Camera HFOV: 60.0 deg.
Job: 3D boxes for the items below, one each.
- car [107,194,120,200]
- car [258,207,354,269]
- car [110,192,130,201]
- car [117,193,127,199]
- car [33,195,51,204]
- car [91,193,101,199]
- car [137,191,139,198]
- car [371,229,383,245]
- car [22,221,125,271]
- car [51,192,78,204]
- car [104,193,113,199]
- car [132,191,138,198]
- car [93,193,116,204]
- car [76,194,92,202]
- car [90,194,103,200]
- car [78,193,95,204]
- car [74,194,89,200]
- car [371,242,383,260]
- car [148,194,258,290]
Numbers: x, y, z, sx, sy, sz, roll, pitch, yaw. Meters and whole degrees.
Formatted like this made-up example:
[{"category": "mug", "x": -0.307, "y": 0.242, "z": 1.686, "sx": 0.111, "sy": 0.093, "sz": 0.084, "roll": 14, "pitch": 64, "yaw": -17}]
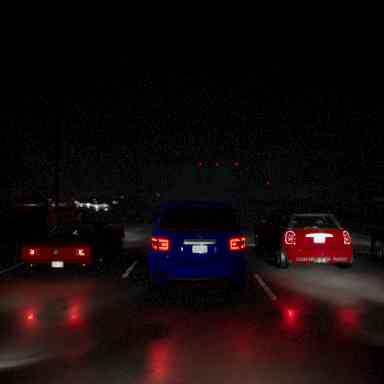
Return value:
[{"category": "car", "x": -18.324, "y": 1.205, "z": 77.563, "sx": 1.895, "sy": 1.301, "sz": 4.718, "roll": 0, "pitch": 0, "yaw": -1}, {"category": "car", "x": 3.506, "y": 1.334, "z": 11.303, "sx": 2.097, "sy": 1.767, "sz": 4.553, "roll": 0, "pitch": 0, "yaw": 0}, {"category": "car", "x": -14.712, "y": 1.020, "z": 67.994, "sx": 2.097, "sy": 1.767, "sz": 4.553, "roll": 0, "pitch": 0, "yaw": -1}, {"category": "car", "x": -19.014, "y": 1.070, "z": 90.582, "sx": 2.033, "sy": 1.411, "sz": 5.357, "roll": 0, "pitch": 0, "yaw": -7}, {"category": "car", "x": -25.147, "y": 1.243, "z": 56.331, "sx": 1.837, "sy": 1.490, "sz": 4.892, "roll": 0, "pitch": 0, "yaw": 0}, {"category": "car", "x": -25.917, "y": 1.037, "z": 89.460, "sx": 1.837, "sy": 1.490, "sz": 4.892, "roll": 0, "pitch": 0, "yaw": -7}, {"category": "car", "x": -15.896, "y": 0.740, "z": 93.270, "sx": 2.150, "sy": 2.045, "sz": 5.566, "roll": 0, "pitch": 0, "yaw": -7}, {"category": "car", "x": 7.018, "y": 1.477, "z": 9.406, "sx": 2.128, "sy": 1.511, "sz": 4.902, "roll": 0, "pitch": 0, "yaw": 0}, {"category": "car", "x": -3.489, "y": 1.584, "z": 10.839, "sx": 1.895, "sy": 1.301, "sz": 4.718, "roll": 0, "pitch": 0, "yaw": 0}, {"category": "car", "x": -21.656, "y": 1.213, "z": 56.895, "sx": 1.882, "sy": 1.535, "sz": 5.008, "roll": 0, "pitch": 0, "yaw": 0}, {"category": "car", "x": -22.333, "y": 1.092, "z": 89.115, "sx": 1.994, "sy": 1.385, "sz": 4.181, "roll": 0, "pitch": 0, "yaw": -7}, {"category": "car", "x": -14.847, "y": 1.138, "z": 79.462, "sx": 2.033, "sy": 1.411, "sz": 5.357, "roll": 0, "pitch": 0, "yaw": -1}, {"category": "car", "x": -14.660, "y": 1.341, "z": 56.089, "sx": 1.895, "sy": 1.301, "sz": 4.718, "roll": 0, "pitch": 0, "yaw": 0}, {"category": "car", "x": -21.704, "y": 1.197, "z": 67.229, "sx": 1.812, "sy": 1.442, "sz": 4.674, "roll": 0, "pitch": 0, "yaw": -1}, {"category": "car", "x": -21.807, "y": 1.143, "z": 76.116, "sx": 1.812, "sy": 1.442, "sz": 4.674, "roll": 0, "pitch": 0, "yaw": -1}, {"category": "car", "x": -18.170, "y": 1.291, "z": 58.319, "sx": 1.994, "sy": 1.385, "sz": 4.181, "roll": 0, "pitch": 0, "yaw": 0}, {"category": "car", "x": -25.311, "y": 1.212, "z": 76.404, "sx": 1.895, "sy": 1.301, "sz": 4.718, "roll": 0, "pitch": 0, "yaw": -1}, {"category": "car", "x": 3.594, "y": 1.490, "z": 2.160, "sx": 2.128, "sy": 1.511, "sz": 4.902, "roll": 0, "pitch": 0, "yaw": 0}, {"category": "car", "x": 0.043, "y": 1.207, "z": 9.202, "sx": 2.150, "sy": 2.045, "sz": 5.566, "roll": 0, "pitch": 0, "yaw": -2}]
